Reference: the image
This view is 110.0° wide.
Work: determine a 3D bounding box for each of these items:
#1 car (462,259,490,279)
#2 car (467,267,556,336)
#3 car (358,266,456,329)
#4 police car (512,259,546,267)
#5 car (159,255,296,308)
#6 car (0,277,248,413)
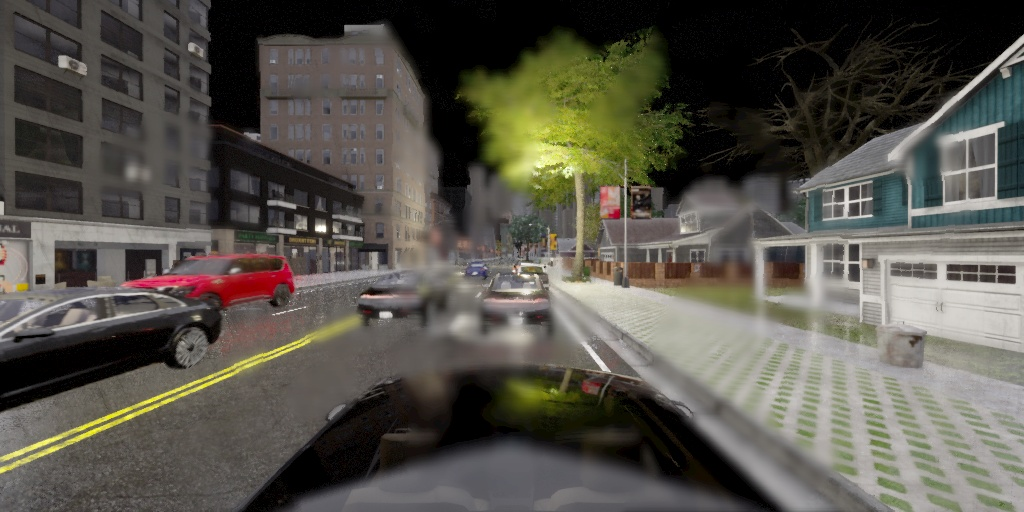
[{"bbox_3d":[-3.014,1.254,31.847,1.812,1.442,4.674,0,0,0],"label":"car"},{"bbox_3d":[0.138,1.238,10.384,2.128,1.511,4.902,0,0,0],"label":"car"},{"bbox_3d":[-3.108,1.238,11.298,2.128,1.511,4.902,0,0,0],"label":"car"},{"bbox_3d":[1.059,1.164,20.633,1.930,1.638,5.238,0,0,0],"label":"police car"},{"bbox_3d":[-9.803,0.968,12.152,2.150,2.045,5.566,0,0,0],"label":"car"},{"bbox_3d":[-6.586,1.241,4.979,2.128,1.511,4.902,0,0,0],"label":"car"}]
